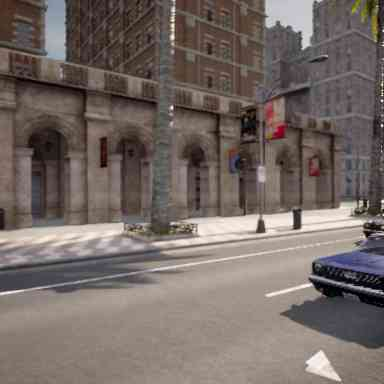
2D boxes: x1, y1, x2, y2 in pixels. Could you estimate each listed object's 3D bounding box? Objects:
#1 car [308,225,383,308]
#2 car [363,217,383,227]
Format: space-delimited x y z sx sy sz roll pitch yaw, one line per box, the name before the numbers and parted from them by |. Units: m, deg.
car | 4.676 1.581 7.294 4.718 1.301 1.895 0 0 -35
car | 9.817 1.559 15.223 4.718 1.301 1.895 0 0 -35
